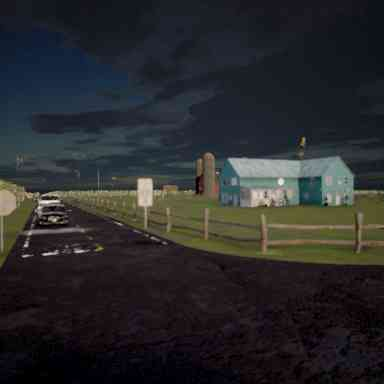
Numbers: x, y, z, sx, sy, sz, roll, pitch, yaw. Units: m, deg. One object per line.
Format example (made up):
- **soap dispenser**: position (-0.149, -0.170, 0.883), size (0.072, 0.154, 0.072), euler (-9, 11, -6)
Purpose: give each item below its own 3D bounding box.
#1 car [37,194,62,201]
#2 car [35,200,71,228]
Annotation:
- **car**: position (-15.182, 1.271, 35.521), size (2.150, 2.045, 5.566), euler (-1, 0, -24)
- **car**: position (-9.486, 1.530, 22.747), size (1.837, 1.490, 4.892), euler (-1, 0, -24)
